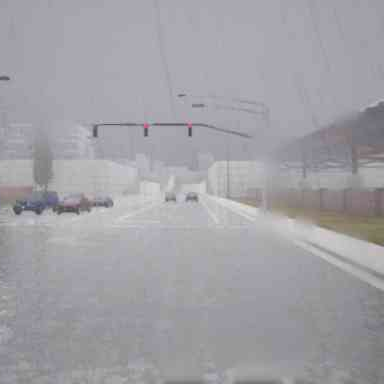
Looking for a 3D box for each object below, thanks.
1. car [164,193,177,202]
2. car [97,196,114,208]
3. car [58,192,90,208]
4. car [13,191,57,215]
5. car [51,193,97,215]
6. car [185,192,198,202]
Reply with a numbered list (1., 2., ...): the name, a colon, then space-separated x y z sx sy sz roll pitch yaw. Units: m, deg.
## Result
1. car: -3.535 0.905 55.634 2.128 1.511 4.902 0 1 0
2. car: -10.567 1.159 39.215 1.994 1.385 4.181 0 1 0
3. car: -14.054 0.941 39.888 2.097 1.767 4.553 0 1 0
4. car: -14.042 0.913 30.436 2.150 2.045 5.566 0 1 0
5. car: -10.551 1.170 30.222 1.882 1.535 5.008 0 1 0
6. car: -0.035 0.764 55.604 2.097 1.767 4.553 0 1 0
